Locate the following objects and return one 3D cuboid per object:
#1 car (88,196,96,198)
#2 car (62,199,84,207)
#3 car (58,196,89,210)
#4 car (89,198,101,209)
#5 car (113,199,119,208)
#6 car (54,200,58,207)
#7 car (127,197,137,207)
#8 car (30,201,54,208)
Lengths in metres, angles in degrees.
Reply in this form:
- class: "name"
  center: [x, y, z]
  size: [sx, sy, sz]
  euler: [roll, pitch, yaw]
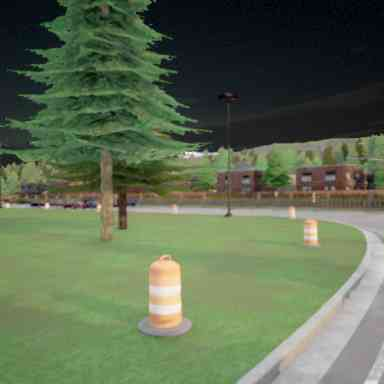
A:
- class: "car"
  center: [-22.892, 1.970, 72.392]
  size: [5.566, 2.045, 2.150]
  euler: [-1, -1, 37]
- class: "car"
  center: [-24.969, 2.233, 69.574]
  size: [4.892, 1.490, 1.837]
  euler: [-1, -1, 37]
- class: "car"
  center: [-20.448, 2.095, 57.477]
  size: [4.553, 1.767, 2.097]
  euler: [-1, -1, 37]
- class: "car"
  center: [-18.026, 2.298, 60.029]
  size: [5.357, 1.411, 2.033]
  euler: [-1, -1, 37]
- class: "car"
  center: [-15.888, 2.309, 62.799]
  size: [5.357, 1.411, 2.033]
  euler: [-1, -1, 37]
- class: "car"
  center: [-27.071, 2.274, 66.776]
  size: [4.181, 1.385, 1.994]
  euler: [-1, -1, 37]
- class: "car"
  center: [-13.299, 1.989, 65.220]
  size: [5.566, 2.045, 2.150]
  euler: [-1, -1, 38]
- class: "car"
  center: [-29.198, 2.305, 63.995]
  size: [4.718, 1.301, 1.895]
  euler: [-1, -1, 37]
